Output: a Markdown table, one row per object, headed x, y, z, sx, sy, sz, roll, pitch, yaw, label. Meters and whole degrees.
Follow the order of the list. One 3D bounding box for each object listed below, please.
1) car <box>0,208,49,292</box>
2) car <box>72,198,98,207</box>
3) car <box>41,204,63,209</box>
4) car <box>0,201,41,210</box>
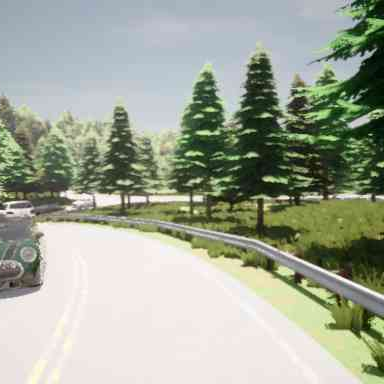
| x | y | z | sx | sy | sz | roll | pitch | yaw | label |
| --- | --- | --- | --- | --- | --- | --- | --- | --- | --- |
| -5.259 | 1.533 | 9.260 | 2.097 | 1.767 | 4.553 | -3 | 0 | -22 | car |
| -17.456 | 1.750 | 54.323 | 1.812 | 1.442 | 4.674 | 1 | 4 | 27 | car |
| -18.399 | 2.269 | 43.163 | 2.033 | 1.411 | 5.357 | 0 | 1 | 10 | car |
| -14.910 | 1.834 | 28.149 | 2.150 | 2.045 | 5.566 | -4 | 1 | -38 | car |
